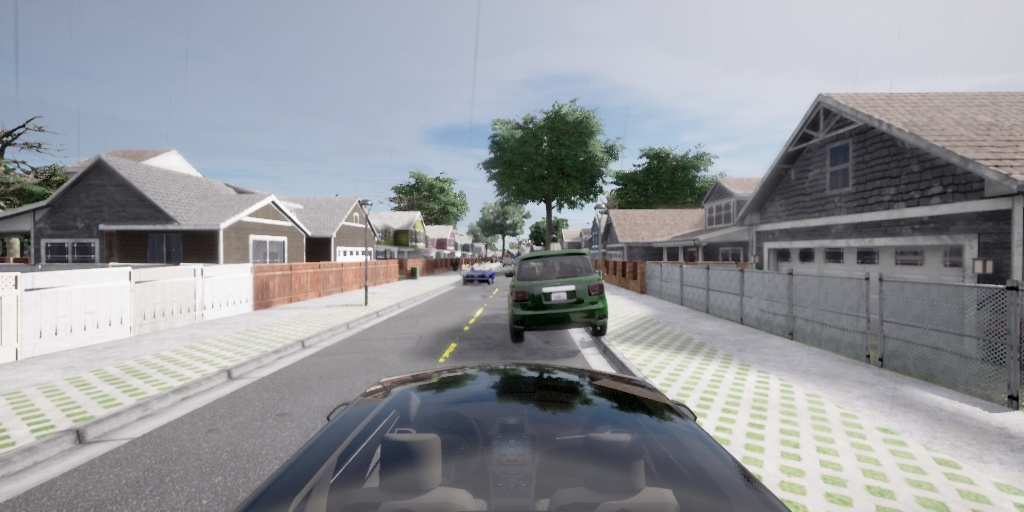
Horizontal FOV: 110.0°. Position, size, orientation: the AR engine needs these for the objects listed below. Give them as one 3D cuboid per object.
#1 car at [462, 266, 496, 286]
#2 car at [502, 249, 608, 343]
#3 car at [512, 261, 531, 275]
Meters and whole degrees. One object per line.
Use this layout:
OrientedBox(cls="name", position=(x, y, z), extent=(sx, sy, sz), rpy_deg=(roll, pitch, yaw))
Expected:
OrientedBox(cls="car", position=(-2.228, 1.345, 25.064), extent=(1.895, 1.301, 4.718), rpy_deg=(0, 0, 2))
OrientedBox(cls="car", position=(1.015, 0.893, 9.763), extent=(2.150, 2.045, 5.566), rpy_deg=(-5, 0, 2))
OrientedBox(cls="car", position=(1.116, 1.304, 39.624), extent=(2.033, 1.411, 5.357), rpy_deg=(0, 0, 3))
